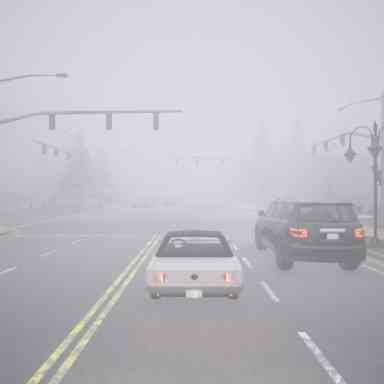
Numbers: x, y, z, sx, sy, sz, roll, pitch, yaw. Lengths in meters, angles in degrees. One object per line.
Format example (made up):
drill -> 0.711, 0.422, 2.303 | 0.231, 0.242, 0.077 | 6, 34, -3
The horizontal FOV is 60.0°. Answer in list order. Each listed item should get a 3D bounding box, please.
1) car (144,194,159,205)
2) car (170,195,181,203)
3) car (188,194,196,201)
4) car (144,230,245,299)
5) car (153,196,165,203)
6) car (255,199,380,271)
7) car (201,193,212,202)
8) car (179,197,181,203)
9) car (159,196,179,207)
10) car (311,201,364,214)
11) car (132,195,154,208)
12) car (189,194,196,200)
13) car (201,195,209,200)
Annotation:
car -> -7.069, 1.547, 58.578 | 2.033, 1.411, 5.357 | 0, 0, 0
car -> -3.487, 1.525, 72.429 | 2.128, 1.511, 4.902 | 0, 0, 0
car -> 0.014, 1.514, 79.543 | 1.812, 1.442, 4.674 | 0, 0, 0
car -> 0.064, 1.601, 8.379 | 1.895, 1.301, 4.718 | 0, 0, 0
car -> -6.987, 1.552, 70.776 | 1.994, 1.385, 4.181 | 0, 0, 0
car -> 3.581, 1.221, 11.103 | 2.150, 2.045, 5.566 | 0, 0, 0
car -> 3.514, 1.215, 79.199 | 2.150, 2.045, 5.566 | 0, 0, 0
car -> -3.572, 1.505, 61.982 | 1.837, 1.490, 4.892 | 0, 0, -1
car -> -3.577, 1.564, 51.859 | 1.994, 1.385, 4.181 | 0, 0, 0
car -> 14.939, 1.601, 34.318 | 4.718, 1.301, 1.895 | 0, 0, 0
car -> -7.130, 1.547, 47.176 | 2.033, 1.411, 5.357 | 0, 0, 2
car -> 0.016, 1.379, 89.851 | 1.812, 1.442, 4.674 | 0, 0, 0
car -> 3.516, 1.407, 89.851 | 1.994, 1.385, 4.181 | 0, 0, 0
